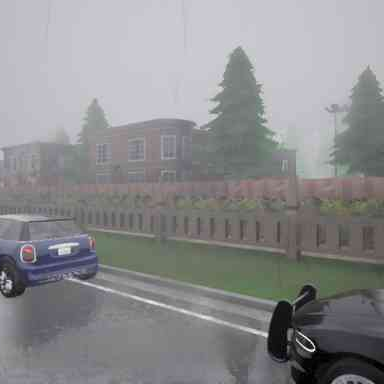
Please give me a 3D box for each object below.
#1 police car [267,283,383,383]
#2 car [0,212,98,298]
[{"bbox_3d":[3.231,1.425,2.731,5.238,1.638,1.930,0,0,38],"label":"police car"},{"bbox_3d":[-4.545,1.351,8.794,4.553,1.767,2.097,0,0,38],"label":"car"}]
